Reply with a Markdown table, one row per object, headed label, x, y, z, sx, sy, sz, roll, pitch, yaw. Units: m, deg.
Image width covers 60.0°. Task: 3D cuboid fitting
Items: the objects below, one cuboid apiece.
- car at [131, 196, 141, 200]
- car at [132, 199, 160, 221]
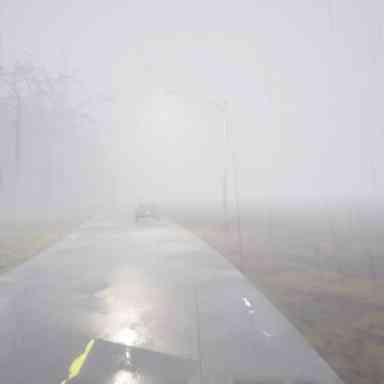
| label | x | y | z | sx | sy | sz | roll | pitch | yaw |
| --- | --- | --- | --- | --- | --- | --- | --- | --- | --- |
| car | -9.536 | 1.529 | 57.618 | 1.801 | 1.575 | 5.366 | 0 | 0 | -11 |
| car | -3.796 | 1.581 | 27.855 | 1.994 | 1.385 | 4.181 | 0 | 0 | -10 |
